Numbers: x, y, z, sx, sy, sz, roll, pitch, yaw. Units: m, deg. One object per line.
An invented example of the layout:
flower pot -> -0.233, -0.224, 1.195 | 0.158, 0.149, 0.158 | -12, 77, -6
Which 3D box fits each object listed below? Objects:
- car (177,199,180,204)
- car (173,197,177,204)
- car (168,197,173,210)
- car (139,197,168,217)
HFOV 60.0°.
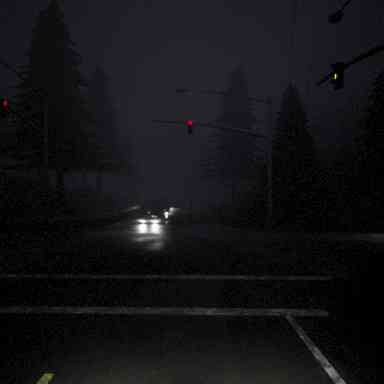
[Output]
car -> -4.122, 1.553, 61.576 | 1.994, 1.385, 4.181 | 0, 0, -39
car -> -3.955, 1.482, 50.385 | 2.128, 1.511, 4.902 | 0, 0, -7
car -> -3.663, 1.470, 40.235 | 1.882, 1.535, 5.008 | 0, 0, 0
car -> -3.664, 1.486, 30.732 | 2.128, 1.511, 4.902 | 0, 0, 0
